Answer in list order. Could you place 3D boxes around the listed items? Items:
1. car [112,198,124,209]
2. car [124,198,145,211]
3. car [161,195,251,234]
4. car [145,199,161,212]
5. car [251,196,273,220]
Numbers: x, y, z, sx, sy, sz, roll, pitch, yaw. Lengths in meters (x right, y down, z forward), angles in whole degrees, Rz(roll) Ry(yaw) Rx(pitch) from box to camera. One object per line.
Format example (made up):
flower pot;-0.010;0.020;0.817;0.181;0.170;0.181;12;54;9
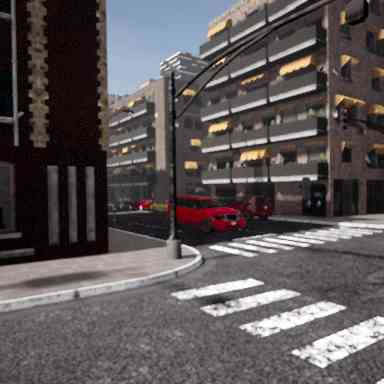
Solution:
car;-9.043;1.430;43.445;2.008;1.369;4.403;-1;1;-35
car;-5.824;1.424;38.926;1.887;1.381;4.507;-1;1;-35
car;0.632;1.276;20.047;2.150;2.045;5.566;-1;2;-35
car;-2.703;1.405;34.545;1.752;1.417;4.829;-1;1;-35
car;3.831;1.195;25.365;2.192;1.841;5.009;-1;1;-35
